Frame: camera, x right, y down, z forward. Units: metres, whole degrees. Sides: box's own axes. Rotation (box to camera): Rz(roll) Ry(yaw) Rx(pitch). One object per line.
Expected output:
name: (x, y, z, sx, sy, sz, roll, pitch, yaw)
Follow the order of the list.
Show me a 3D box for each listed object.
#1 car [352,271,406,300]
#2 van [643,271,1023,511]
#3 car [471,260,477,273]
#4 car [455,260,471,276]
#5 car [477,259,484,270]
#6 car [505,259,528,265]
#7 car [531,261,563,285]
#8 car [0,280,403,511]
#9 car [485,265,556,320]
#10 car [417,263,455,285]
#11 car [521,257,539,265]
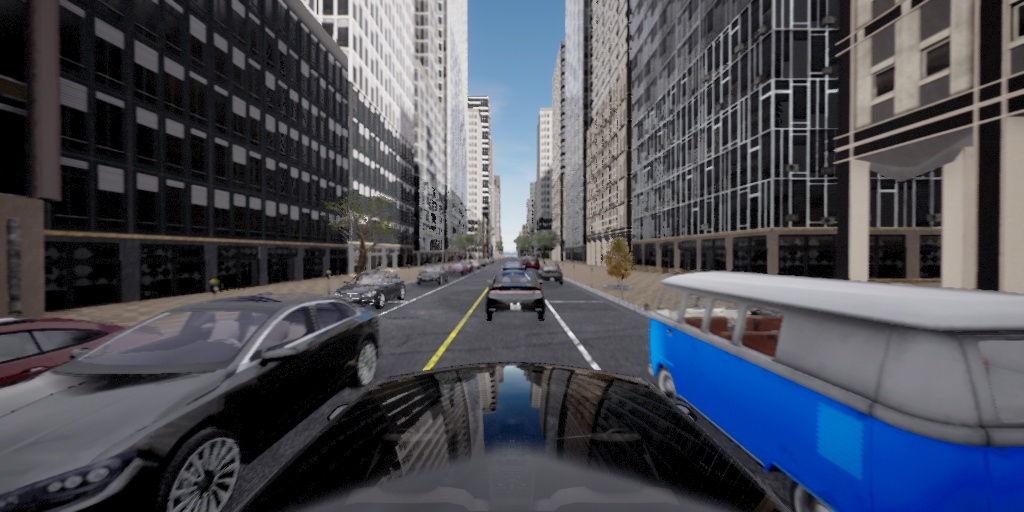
car: (-5.689, 1.309, 14.807, 2.007, 1.370, 4.403, 0, 0, 0)
van: (2.689, 1.092, 3.438, 1.690, 1.789, 3.998, 0, 0, 0)
car: (-5.682, 1.217, 43.225, 1.967, 1.591, 4.097, 0, 0, 0)
car: (-5.683, 1.355, 37.542, 1.802, 1.307, 4.207, 0, 0, 0)
car: (-5.678, 1.309, 54.423, 1.751, 1.417, 4.829, 0, 0, 0)
car: (0.108, 1.247, 30.462, 1.882, 1.535, 5.008, 0, 0, 0)
car: (2.695, 1.317, 26.172, 2.007, 1.370, 4.403, 0, 0, 0)
car: (-3.098, 1.243, 4.073, 2.128, 1.511, 4.902, 0, 0, 0)
car: (0.103, 1.249, 12.609, 2.128, 1.511, 4.902, 0, 0, 0)
car: (-5.686, 1.317, 26.174, 2.007, 1.370, 4.403, 0, 0, 0)
car: (2.700, 1.095, 48.907, 2.192, 1.841, 5.009, 0, 0, 0)
